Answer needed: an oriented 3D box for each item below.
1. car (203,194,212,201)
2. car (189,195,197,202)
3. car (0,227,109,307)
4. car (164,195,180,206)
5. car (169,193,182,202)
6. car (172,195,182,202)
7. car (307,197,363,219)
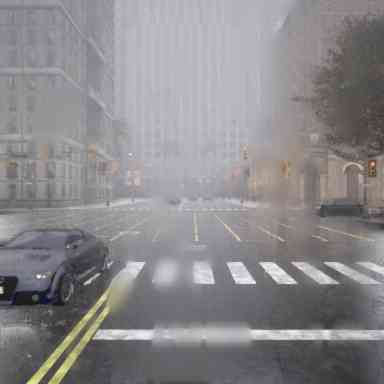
[{"bbox_3d":[3.691,1.280,78.572,2.097,1.767,4.553,0,0,1],"label":"car"},{"bbox_3d":[0.192,1.449,78.638,2.128,1.511,4.902,0,0,1],"label":"car"},{"bbox_3d":[-3.419,1.564,7.917,1.994,1.385,4.181,0,0,2],"label":"car"},{"bbox_3d":[-3.546,1.601,54.813,1.895,1.301,4.718,0,0,1],"label":"car"},{"bbox_3d":[-3.497,1.221,64.531,2.150,2.045,5.566,0,0,1],"label":"car"},{"bbox_3d":[-3.347,1.500,74.991,1.837,1.490,4.892,0,0,1],"label":"car"},{"bbox_3d":[12.500,1.351,29.111,4.553,1.767,2.097,0,0,-4],"label":"car"}]
